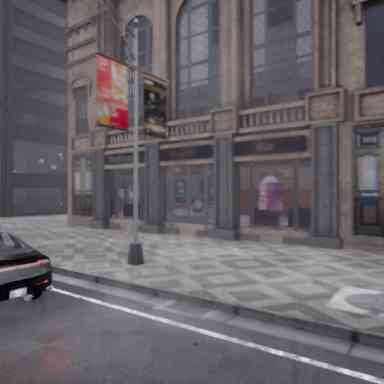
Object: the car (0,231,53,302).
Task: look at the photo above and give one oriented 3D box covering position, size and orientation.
[{"bbox_3d":[-5.018,1.578,7.265,4.902,1.511,2.128,-1,0,36],"label":"car"}]
